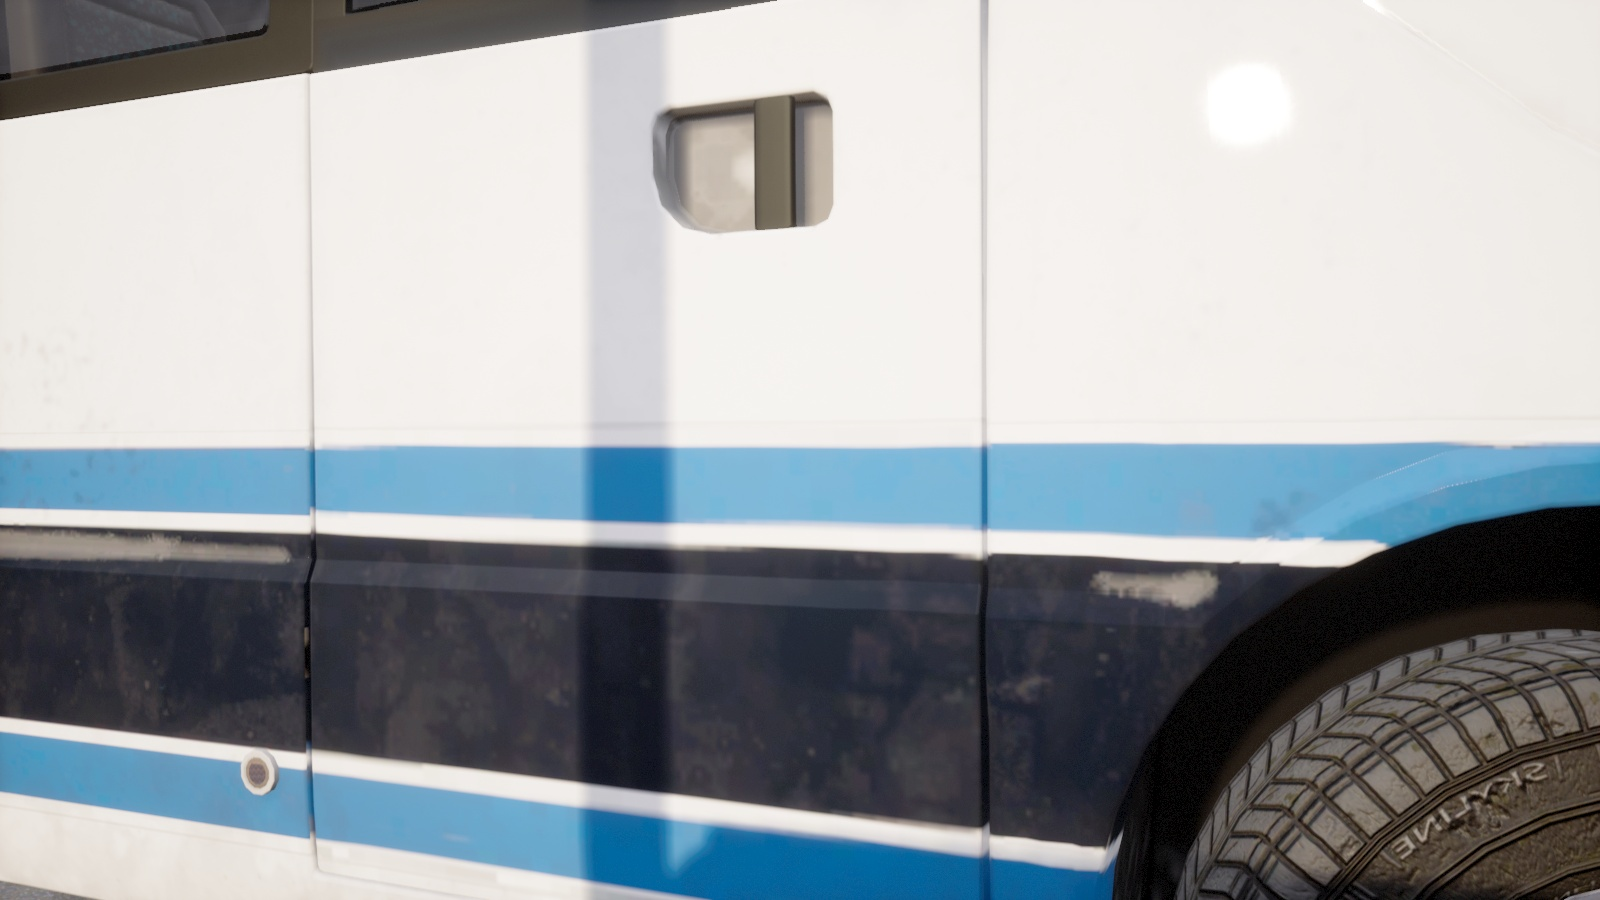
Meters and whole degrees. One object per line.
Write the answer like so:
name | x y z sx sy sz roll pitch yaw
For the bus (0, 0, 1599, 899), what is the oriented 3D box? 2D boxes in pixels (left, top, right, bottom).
bus | -1.067 -0.622 4.222 10.273 4.253 3.944 0 1 23
